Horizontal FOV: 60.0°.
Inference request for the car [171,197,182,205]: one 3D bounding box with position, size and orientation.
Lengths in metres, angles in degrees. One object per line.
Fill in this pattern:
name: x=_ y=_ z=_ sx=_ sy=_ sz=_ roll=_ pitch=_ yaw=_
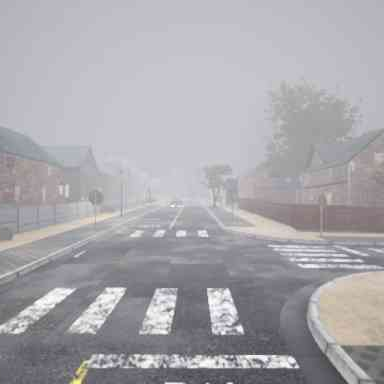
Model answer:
car: x=-2.757 y=1.651 z=60.254 sx=1.994 sy=1.385 sz=4.181 roll=0 pitch=0 yaw=0
